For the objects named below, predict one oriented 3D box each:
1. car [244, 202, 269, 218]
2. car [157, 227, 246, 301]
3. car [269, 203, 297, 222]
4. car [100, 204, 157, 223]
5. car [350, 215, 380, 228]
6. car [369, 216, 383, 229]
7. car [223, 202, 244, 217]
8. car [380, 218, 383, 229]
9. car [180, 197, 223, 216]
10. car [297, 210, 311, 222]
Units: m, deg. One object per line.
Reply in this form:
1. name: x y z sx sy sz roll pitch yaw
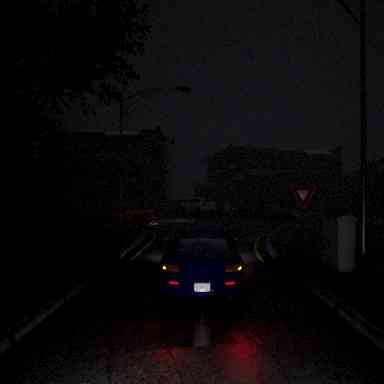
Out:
1. car: 6.520 2.156 40.260 2.185 1.767 4.553 6 -3 -32
2. car: 0.229 1.592 8.343 1.812 1.442 4.674 0 -1 1
3. car: 9.501 2.311 40.904 2.435 2.045 5.566 7 -3 -32
4. car: -5.611 1.842 29.508 5.008 1.535 1.882 -2 0 4
5. car: 21.244 3.711 43.332 2.002 1.452 4.674 6 -2 -31
6. car: 27.062 4.222 44.671 1.946 1.575 5.366 6 -2 -31
7. car: 3.562 1.916 39.675 2.185 1.767 4.553 4 -2 -33
8. car: 24.199 3.990 43.932 2.002 1.452 4.674 7 -3 -31
9. car: 0.700 1.636 39.002 2.435 2.045 5.566 1 -1 -32
10. car: 12.314 2.834 41.691 1.946 1.575 5.366 6 -3 -32
